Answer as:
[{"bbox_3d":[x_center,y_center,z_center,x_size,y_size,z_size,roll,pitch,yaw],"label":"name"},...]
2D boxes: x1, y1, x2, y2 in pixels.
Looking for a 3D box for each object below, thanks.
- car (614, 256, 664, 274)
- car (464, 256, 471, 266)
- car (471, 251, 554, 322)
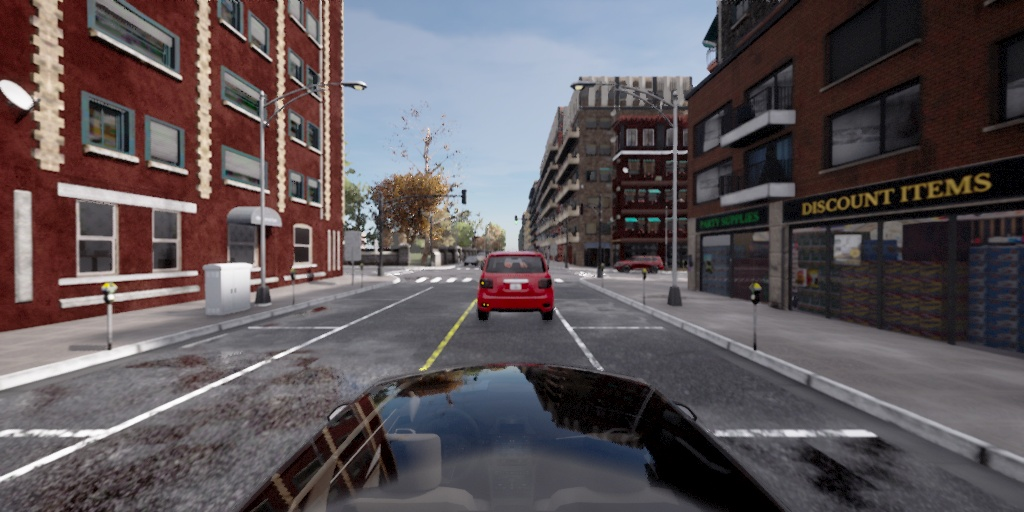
[{"bbox_3d":[13.459,0.901,38.131,5.009,1.841,2.192,0,0,-1],"label":"car"},{"bbox_3d":[-5.677,0.725,50.473,1.948,1.339,4.313,0,0,0],"label":"car"},{"bbox_3d":[0.102,0.843,11.908,2.150,2.045,5.566,0,1,0],"label":"car"}]
